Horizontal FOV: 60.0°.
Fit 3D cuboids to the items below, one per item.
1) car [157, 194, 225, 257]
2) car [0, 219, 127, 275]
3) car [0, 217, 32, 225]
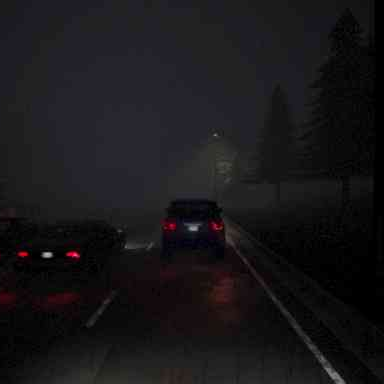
[{"bbox_3d":[0.065,1.246,13.219,2.150,2.045,5.566,0,0,0],"label":"car"},{"bbox_3d":[-3.456,1.566,10.501,2.033,1.411,5.357,0,0,1],"label":"car"},{"bbox_3d":[-6.936,1.623,12.792,1.895,1.301,4.718,0,0,0],"label":"car"}]
